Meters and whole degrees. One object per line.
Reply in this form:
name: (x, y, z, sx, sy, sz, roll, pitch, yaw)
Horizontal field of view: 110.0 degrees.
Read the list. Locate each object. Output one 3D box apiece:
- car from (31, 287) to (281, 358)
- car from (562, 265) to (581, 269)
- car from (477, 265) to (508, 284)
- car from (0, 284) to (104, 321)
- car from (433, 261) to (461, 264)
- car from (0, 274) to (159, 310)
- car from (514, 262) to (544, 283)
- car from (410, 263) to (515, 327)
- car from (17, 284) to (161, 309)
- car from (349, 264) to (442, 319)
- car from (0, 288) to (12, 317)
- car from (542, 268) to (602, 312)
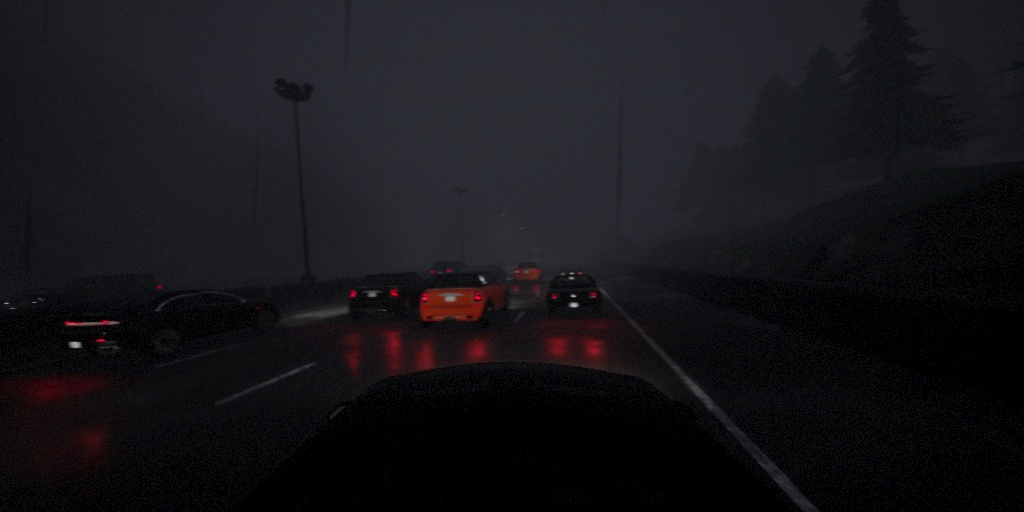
car: (-8.895, 1.680, 10.014, 2.128, 1.511, 4.902, -2, -1, 9)
car: (4.923, 1.389, 29.617, 1.895, 1.301, 4.718, -2, -1, 9)
car: (-1.665, 1.612, 32.703, 1.812, 1.442, 4.674, -2, -1, 9)
car: (-25.383, 2.422, 18.800, 1.882, 1.535, 5.008, -2, -1, 9)
car: (-5.386, 1.452, 31.682, 2.150, 2.045, 5.566, -2, -1, 9)
car: (-21.863, 2.020, 18.733, 2.150, 2.045, 5.566, -2, -1, 9)
car: (1.478, 1.288, 30.284, 2.097, 1.767, 4.553, -2, 0, 9)
car: (-1.428, 1.253, 12.397, 2.097, 1.767, 4.553, -2, -1, 9)
car: (-18.634, 2.249, 16.706, 1.895, 1.301, 4.718, -2, -1, 9)
car: (-4.588, 1.404, 14.753, 2.097, 1.767, 4.553, -2, 0, 9)
car: (-29.121, 2.566, 17.598, 1.882, 1.535, 5.008, -2, -1, 9)
car: (2.411, 1.359, 14.154, 1.895, 1.301, 4.718, -2, -1, 9)
